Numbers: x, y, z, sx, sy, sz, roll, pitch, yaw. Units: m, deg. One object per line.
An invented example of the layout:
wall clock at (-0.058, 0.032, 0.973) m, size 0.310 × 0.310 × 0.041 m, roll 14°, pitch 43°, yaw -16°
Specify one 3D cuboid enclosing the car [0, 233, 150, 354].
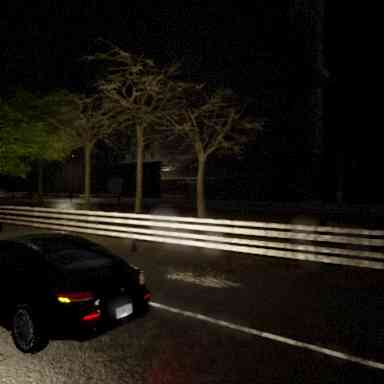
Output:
car at (-2.821, 1.483, 6.000) m, size 4.674 × 1.442 × 1.812 m, roll 1°, pitch 0°, yaw 35°
